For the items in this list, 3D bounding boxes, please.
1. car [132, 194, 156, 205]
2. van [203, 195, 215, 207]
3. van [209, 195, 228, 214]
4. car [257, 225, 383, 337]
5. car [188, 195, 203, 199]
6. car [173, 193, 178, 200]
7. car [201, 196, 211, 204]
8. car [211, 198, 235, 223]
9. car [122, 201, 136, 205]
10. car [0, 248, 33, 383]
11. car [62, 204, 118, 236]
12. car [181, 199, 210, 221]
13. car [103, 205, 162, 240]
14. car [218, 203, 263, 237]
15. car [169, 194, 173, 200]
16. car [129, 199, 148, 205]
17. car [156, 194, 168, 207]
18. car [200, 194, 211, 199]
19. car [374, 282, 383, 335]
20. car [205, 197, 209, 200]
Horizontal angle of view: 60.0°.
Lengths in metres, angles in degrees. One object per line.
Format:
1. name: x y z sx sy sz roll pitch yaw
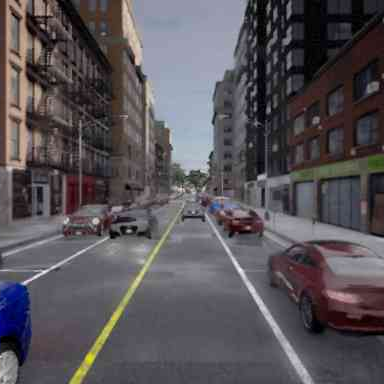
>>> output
1. car: -5.396 1.295 34.880 2.192 1.841 5.009 0 0 0
2. van: 2.638 1.309 51.913 1.690 1.788 3.998 0 0 0
3. van: 2.638 1.325 29.197 1.690 1.788 3.998 0 0 0
4. car: 2.638 1.579 6.482 1.802 1.307 4.206 0 0 0
5. car: 0.096 1.500 43.895 1.812 1.442 4.674 0 0 0
6. car: -5.417 1.460 90.109 1.752 1.417 4.829 0 0 0
7. car: 2.637 1.540 63.271 1.802 1.307 4.206 0 0 0
8. car: 2.638 1.428 23.519 1.967 1.590 4.097 0 0 0
9. car: -5.394 1.569 23.523 1.802 1.307 4.206 0 0 0
10. car: -2.835 1.477 1.924 1.882 1.535 5.008 0 0 0
11. car: -5.393 1.430 17.845 1.967 1.590 4.097 0 0 0
12. car: 0.094 1.533 26.737 2.033 1.411 5.357 0 0 0
13. car: -2.840 1.554 16.921 1.994 1.385 4.181 0 0 0
14. car: 2.638 1.535 17.840 1.887 1.381 4.507 0 0 0
15. car: -5.401 1.272 63.272 2.192 1.841 5.009 0 0 0
16. car: -5.395 1.549 29.202 1.947 1.339 4.313 0 0 0
17. car: -5.399 1.282 51.915 2.192 1.841 5.009 0 0 0
18. car: 2.638 1.287 46.234 2.192 1.841 5.009 0 0 0
19. car: 2.638 1.545 0.803 1.887 1.381 4.507 0 0 0
20. car: 2.638 1.531 34.877 2.008 1.369 4.403 0 0 0
